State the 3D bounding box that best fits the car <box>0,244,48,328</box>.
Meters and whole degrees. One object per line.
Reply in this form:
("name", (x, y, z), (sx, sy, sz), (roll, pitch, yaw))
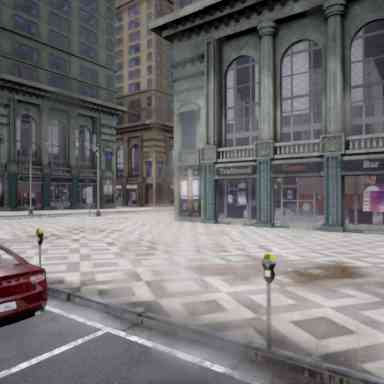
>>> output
("car", (-4.510, 1.544, 6.165), (4.507, 1.381, 1.887), (0, 0, 35))
